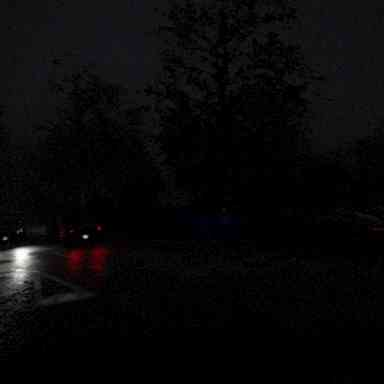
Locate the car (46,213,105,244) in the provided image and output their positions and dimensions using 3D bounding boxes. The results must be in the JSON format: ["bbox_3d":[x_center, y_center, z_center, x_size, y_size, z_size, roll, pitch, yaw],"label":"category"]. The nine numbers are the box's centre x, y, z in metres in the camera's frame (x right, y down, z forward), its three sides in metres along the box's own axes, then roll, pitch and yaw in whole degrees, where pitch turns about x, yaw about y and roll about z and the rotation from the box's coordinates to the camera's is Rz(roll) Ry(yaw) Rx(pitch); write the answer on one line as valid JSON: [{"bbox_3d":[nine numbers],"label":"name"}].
[{"bbox_3d":[-6.333,1.793,17.589,1.895,1.301,4.718,-3,3,-35],"label":"car"}]

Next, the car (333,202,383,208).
[{"bbox_3d":[8.659,1.320,16.010,2.185,1.767,4.553,0,0,-35],"label":"car"}]

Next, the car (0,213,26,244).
[{"bbox_3d":[-9.960,1.838,17.190,1.812,1.442,4.674,-3,3,-36],"label":"car"}]

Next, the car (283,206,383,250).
[{"bbox_3d":[6.104,1.485,14.132,2.002,1.452,4.674,0,0,-35],"label":"car"}]

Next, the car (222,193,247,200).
[{"bbox_3d":[8.339,0.851,65.508,4.718,1.301,1.895,0,0,-34],"label":"car"}]

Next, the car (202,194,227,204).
[{"bbox_3d":[3.334,0.988,43.761,1.882,1.535,5.008,-3,3,-36],"label":"car"}]
